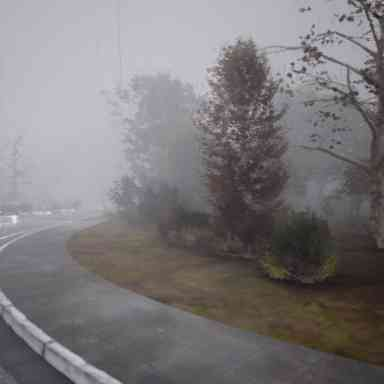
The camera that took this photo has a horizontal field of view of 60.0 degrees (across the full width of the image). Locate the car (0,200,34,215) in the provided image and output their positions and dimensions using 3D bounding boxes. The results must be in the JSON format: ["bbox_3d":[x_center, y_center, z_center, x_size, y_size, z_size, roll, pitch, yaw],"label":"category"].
[{"bbox_3d":[-19.095,1.654,36.445,1.882,1.535,5.008,0,-1,-4],"label":"car"}]

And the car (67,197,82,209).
[{"bbox_3d":[-20.585,1.932,57.271,2.150,2.045,5.566,0,-1,-4],"label":"car"}]

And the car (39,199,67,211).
[{"bbox_3d":[-19.819,1.929,46.679,2.128,1.511,4.902,0,-1,-4],"label":"car"}]
